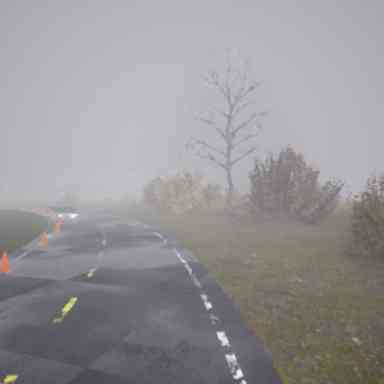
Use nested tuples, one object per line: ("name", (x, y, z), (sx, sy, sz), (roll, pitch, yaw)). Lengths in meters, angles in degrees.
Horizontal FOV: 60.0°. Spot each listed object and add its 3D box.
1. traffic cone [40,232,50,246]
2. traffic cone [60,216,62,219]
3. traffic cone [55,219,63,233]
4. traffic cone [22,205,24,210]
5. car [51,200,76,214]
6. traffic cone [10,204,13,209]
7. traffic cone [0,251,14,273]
("traffic cone", (-6.301, 1.988, 14.241), (0.340, 0.580, 0.340), (0, 0, -14))
("traffic cone", (-9.242, 1.995, 23.410), (0.340, 0.580, 0.340), (0, 0, -22))
("traffic cone", (-7.603, 1.991, 18.880), (0.340, 0.580, 0.340), (0, 0, -18))
("traffic cone", (-22.123, 2.042, 43.611), (0.340, 0.580, 0.340), (0, -1, -43))
("car", (-14.286, 1.627, 36.908), (1.994, 1.385, 4.181), (0, 0, -35))
("traffic cone", (-25.538, 2.061, 47.011), (0.340, 0.580, 0.340), (0, -1, 43))
("traffic cone", (-5.344, 1.985, 9.520), (0.340, 0.580, 0.340), (0, 0, -9))
